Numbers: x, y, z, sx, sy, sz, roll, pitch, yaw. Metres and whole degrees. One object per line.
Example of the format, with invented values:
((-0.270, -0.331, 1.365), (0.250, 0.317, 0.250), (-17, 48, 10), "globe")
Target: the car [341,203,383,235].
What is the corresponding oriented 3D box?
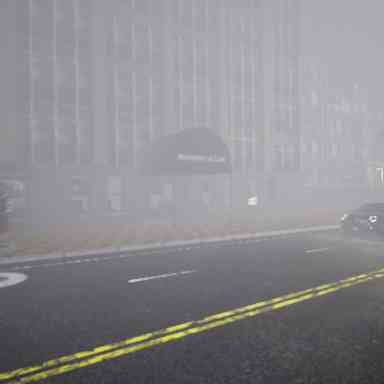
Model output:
((10.644, 1.418, 19.302), (4.553, 1.767, 2.097), (0, 0, -36), "car")
